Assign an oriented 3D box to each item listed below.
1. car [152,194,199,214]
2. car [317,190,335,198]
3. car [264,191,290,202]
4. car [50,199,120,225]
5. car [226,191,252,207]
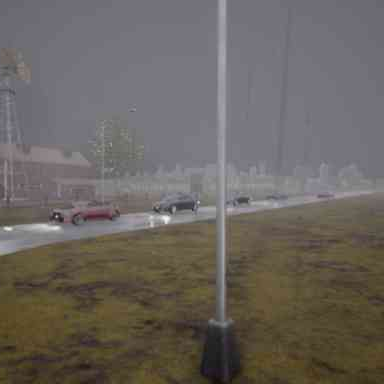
[{"bbox_3d":[-1.263,0.926,27.574,1.837,1.490,4.892,2,2,36],"label":"car"},{"bbox_3d":[22.190,0.307,54.970,1.994,1.385,4.181,2,2,36],"label":"car"},{"bbox_3d":[11.543,0.573,45.195,1.895,1.301,4.718,2,2,36],"label":"car"},{"bbox_3d":[-6.470,1.161,20.415,1.994,1.385,4.181,2,2,36],"label":"car"},{"bbox_3d":[4.781,0.703,35.909,2.128,1.511,4.902,2,2,36],"label":"car"}]
